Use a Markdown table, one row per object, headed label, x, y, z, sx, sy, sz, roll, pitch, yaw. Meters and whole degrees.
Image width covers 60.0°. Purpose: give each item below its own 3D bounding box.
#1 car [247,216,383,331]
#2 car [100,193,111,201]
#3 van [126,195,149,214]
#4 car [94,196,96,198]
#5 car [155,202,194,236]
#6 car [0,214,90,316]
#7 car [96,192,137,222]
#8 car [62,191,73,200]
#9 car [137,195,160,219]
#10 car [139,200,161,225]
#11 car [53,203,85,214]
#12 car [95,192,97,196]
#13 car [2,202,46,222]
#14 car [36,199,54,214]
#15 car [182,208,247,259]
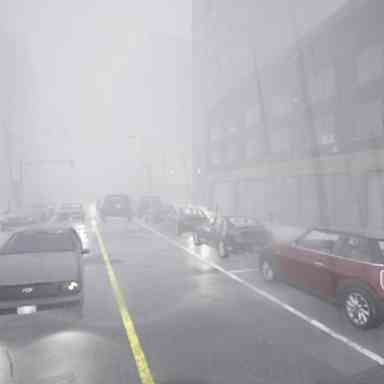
| label | x | y | z | sx | sy | sz | roll | pitch | yaw |
| --- | --- | --- | --- | --- | --- | --- | --- | --- | --- |
| car | 3.055 | 1.395 | 6.992 | 1.967 | 1.590 | 4.097 | 0 | 0 | -18 |
| car | -19.441 | 1.114 | 74.870 | 1.967 | 1.590 | 4.097 | 0 | 0 | -19 |
| van | -5.529 | 1.177 | 33.242 | 1.690 | 1.788 | 3.998 | 0 | 0 | -18 |
| car | -9.672 | 1.427 | 36.861 | 1.895 | 1.301 | 4.718 | 0 | 0 | -18 |
| car | -0.378 | 1.458 | 17.493 | 2.008 | 1.369 | 4.403 | 0 | 0 | -18 |
| car | -3.517 | 1.513 | 7.920 | 2.033 | 1.411 | 5.357 | 0 | 0 | -18 |
| car | -5.876 | 1.102 | 25.302 | 2.150 | 2.045 | 5.566 | 0 | 1 | -18 |
| car | -31.237 | 1.112 | 82.721 | 1.967 | 1.590 | 4.097 | 0 | 0 | -19 |
| car | -3.812 | 1.175 | 27.992 | 2.192 | 1.841 | 5.009 | 0 | 0 | -18 |
| car | -2.095 | 1.449 | 22.743 | 1.947 | 1.339 | 4.313 | 0 | 0 | -18 |
| car | -8.832 | 1.491 | 24.491 | 1.895 | 1.301 | 4.718 | 0 | 0 | -18 |
| car | -23.191 | 1.220 | 85.541 | 1.802 | 1.307 | 4.206 | 0 | 0 | -19 |
| car | -10.196 | 1.498 | 20.086 | 1.802 | 1.307 | 4.206 | 0 | 0 | -18 |
| car | -11.914 | 1.459 | 25.337 | 1.947 | 1.339 | 4.313 | 0 | 0 | -18 |
| car | 1.338 | 1.482 | 12.243 | 2.008 | 1.369 | 4.403 | 0 | 0 | -18 |
